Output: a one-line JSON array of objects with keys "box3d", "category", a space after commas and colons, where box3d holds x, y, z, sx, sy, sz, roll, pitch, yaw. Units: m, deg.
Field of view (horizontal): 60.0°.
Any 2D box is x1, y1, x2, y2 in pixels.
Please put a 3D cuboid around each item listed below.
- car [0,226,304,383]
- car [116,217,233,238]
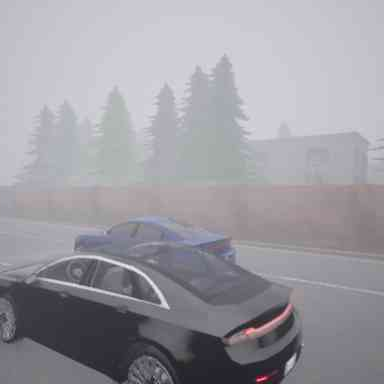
[{"box3d": [-0.999, 1.462, 4.705, 4.902, 1.511, 2.128, 1, 0, 35], "category": "car"}, {"box3d": [-1.233, 1.425, 9.173, 5.008, 1.535, 1.882, 0, 0, 36], "category": "car"}]
